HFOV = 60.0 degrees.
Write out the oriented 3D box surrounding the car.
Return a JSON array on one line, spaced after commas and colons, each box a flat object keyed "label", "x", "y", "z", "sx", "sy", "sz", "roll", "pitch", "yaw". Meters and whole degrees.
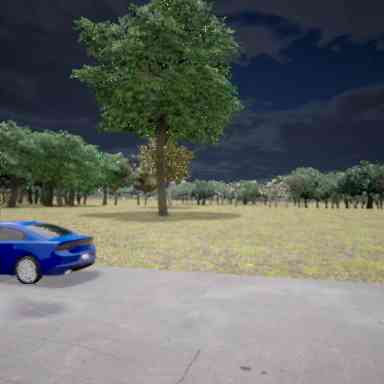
[{"label": "car", "x": -5.193, "y": 1.572, "z": 9.509, "sx": 5.008, "sy": 1.535, "sz": 1.882, "roll": 0, "pitch": -2, "yaw": 16}]
